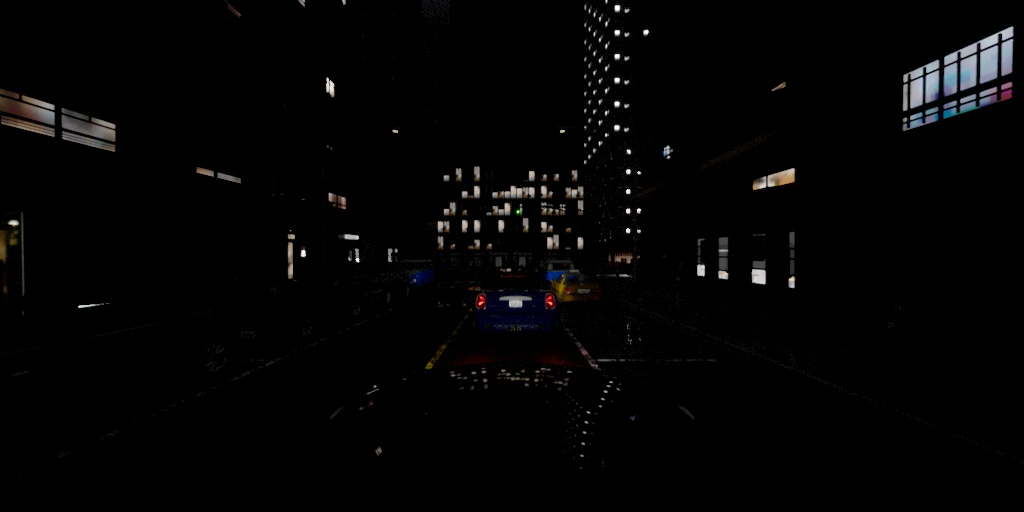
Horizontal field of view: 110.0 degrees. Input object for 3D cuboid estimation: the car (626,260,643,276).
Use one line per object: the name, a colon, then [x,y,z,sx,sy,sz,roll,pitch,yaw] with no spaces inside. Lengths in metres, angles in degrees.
car: [14.676,1.385,37.832,4.181,1.385,1.994,0,1,0]

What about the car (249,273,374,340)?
car: [-5.691,1.317,9.916,1.948,1.339,4.313,0,0,0]

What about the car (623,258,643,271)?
car: [15.234,1.104,40.429,5.009,1.841,2.192,0,0,0]

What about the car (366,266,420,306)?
car: [-5.691,1.303,15.518,2.007,1.370,4.403,0,0,0]

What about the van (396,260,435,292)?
van: [-5.691,1.095,21.120,1.690,1.789,3.998,0,0,0]

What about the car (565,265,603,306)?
car: [2.690,1.278,15.659,1.751,1.417,4.829,0,0,0]

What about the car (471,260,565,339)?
car: [0.086,1.103,10.267,2.097,1.767,4.553,0,0,0]

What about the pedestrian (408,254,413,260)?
pedestrian: [-12.392,0.653,43.522,0.375,1.860,0.375,0,1,0]

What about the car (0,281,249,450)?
car: [-5.691,1.190,4.314,1.967,1.591,4.097,0,0,0]

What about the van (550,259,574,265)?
van: [2.690,1.095,21.091,1.690,1.789,3.998,0,0,0]
